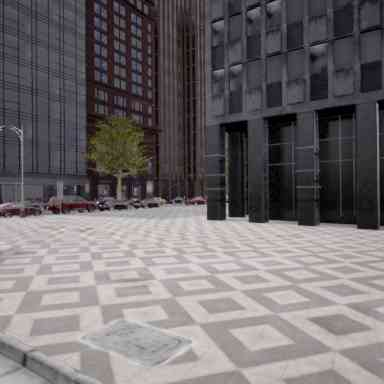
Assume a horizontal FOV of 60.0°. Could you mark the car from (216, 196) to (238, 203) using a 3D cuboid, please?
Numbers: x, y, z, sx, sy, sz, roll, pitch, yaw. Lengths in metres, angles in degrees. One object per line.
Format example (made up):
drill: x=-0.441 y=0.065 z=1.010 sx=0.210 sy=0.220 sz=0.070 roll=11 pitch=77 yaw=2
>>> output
car: x=7.138 y=1.470 z=66.496 sx=2.033 sy=1.411 sz=5.357 roll=-1 pitch=0 yaw=35

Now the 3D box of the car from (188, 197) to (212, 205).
car: x=1.477 y=1.540 z=58.265 sx=1.895 sy=1.301 sz=4.718 roll=-1 pitch=0 yaw=34

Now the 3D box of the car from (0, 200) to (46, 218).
car: x=-15.342 y=1.577 z=29.267 sx=1.802 sy=1.307 sz=4.206 roll=-1 pitch=0 yaw=35

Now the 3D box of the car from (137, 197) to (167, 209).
car: x=-5.758 y=1.510 z=43.205 sx=1.947 sy=1.339 sz=4.313 roll=-1 pitch=0 yaw=35

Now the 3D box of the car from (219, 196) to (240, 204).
car: x=7.022 y=1.464 z=61.790 sx=1.947 sy=1.339 sz=4.313 roll=-1 pitch=0 yaw=35

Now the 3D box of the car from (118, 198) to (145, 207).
car: x=-9.583 y=1.614 z=52.686 sx=1.802 sy=1.307 sz=4.206 roll=-1 pitch=0 yaw=35

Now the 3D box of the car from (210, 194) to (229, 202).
car: x=6.392 y=1.297 z=75.922 sx=2.192 sy=1.841 sz=5.009 roll=-1 pitch=0 yaw=35

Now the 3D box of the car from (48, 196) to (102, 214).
car: x=-12.149 y=1.291 z=33.914 sx=2.192 sy=1.841 sz=5.009 roll=-1 pitch=0 yaw=35

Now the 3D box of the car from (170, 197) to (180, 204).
car: x=-3.193 y=1.575 z=61.980 sx=1.947 sy=1.339 sz=4.313 roll=-1 pitch=0 yaw=35

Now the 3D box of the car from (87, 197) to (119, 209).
car: x=-12.781 y=1.485 z=48.039 sx=1.967 sy=1.590 sz=4.097 roll=-1 pitch=0 yaw=35

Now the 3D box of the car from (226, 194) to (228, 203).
car: x=3.825 y=1.223 z=57.145 sx=2.192 sy=1.841 sz=5.009 roll=-1 pitch=0 yaw=35

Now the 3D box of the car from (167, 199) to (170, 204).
car: x=-6.485 y=1.545 z=57.192 sx=1.752 sy=1.417 sz=4.829 roll=-1 pitch=0 yaw=35

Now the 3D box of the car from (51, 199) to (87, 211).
car: x=-15.974 y=1.643 z=43.393 sx=1.802 sy=1.307 sz=4.206 roll=-1 pitch=0 yaw=35

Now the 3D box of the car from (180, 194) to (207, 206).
car: x=0.632 y=1.463 z=52.498 sx=1.887 sy=1.381 sz=4.507 roll=-1 pitch=0 yaw=35

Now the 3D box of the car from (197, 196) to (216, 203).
car: x=3.198 y=1.536 z=71.274 sx=1.887 sy=1.381 sz=4.507 roll=-1 pitch=0 yaw=35

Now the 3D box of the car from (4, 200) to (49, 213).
car: x=-19.169 y=1.643 z=38.746 sx=1.947 sy=1.339 sz=4.313 roll=-1 pitch=0 yaw=35

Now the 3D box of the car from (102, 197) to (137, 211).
car: x=-8.952 y=1.525 z=38.559 sx=1.947 sy=1.339 sz=4.313 roll=-1 pitch=0 yaw=35
